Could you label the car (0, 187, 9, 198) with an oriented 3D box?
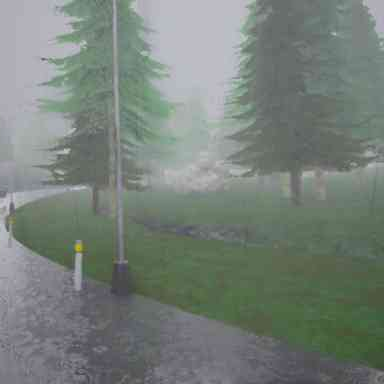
[{"bbox_3d":[-21.829,0.108,36.533,2.128,1.511,4.902,-2,4,-8],"label":"car"}]
